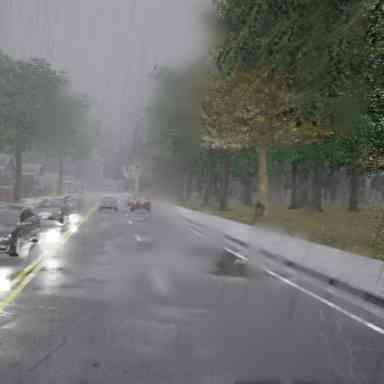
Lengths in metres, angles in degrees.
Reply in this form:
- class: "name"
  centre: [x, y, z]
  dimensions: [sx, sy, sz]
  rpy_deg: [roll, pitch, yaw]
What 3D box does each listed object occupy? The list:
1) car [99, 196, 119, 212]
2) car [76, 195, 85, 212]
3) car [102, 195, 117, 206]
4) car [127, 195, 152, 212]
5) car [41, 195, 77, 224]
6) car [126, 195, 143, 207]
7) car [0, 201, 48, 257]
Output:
- class: "car"
  centre: [-8.522, 1.207, 34.032]
  dimensions: [2.033, 1.411, 5.357]
  rpy_deg: [2, 0, -13]
- class: "car"
  centre: [-11.344, 1.072, 31.608]
  dimensions: [2.128, 1.511, 4.902]
  rpy_deg: [2, 0, -13]
- class: "car"
  centre: [-11.357, 1.141, 46.135]
  dimensions: [1.895, 1.301, 4.718]
  rpy_deg: [2, 0, -13]
- class: "car"
  centre: [-5.443, 1.103, 35.155]
  dimensions: [2.097, 1.767, 4.553]
  rpy_deg: [2, 0, -13]
- class: "car"
  centre: [-8.993, 1.169, 21.489]
  dimensions: [2.128, 1.511, 4.902]
  rpy_deg: [2, 0, -13]
- class: "car"
  centre: [-7.997, 1.191, 46.003]
  dimensions: [2.033, 1.411, 5.357]
  rpy_deg: [2, 0, -13]
- class: "car"
  centre: [-6.712, 1.274, 11.811]
  dimensions: [1.837, 1.490, 4.892]
  rpy_deg: [2, 0, -13]
